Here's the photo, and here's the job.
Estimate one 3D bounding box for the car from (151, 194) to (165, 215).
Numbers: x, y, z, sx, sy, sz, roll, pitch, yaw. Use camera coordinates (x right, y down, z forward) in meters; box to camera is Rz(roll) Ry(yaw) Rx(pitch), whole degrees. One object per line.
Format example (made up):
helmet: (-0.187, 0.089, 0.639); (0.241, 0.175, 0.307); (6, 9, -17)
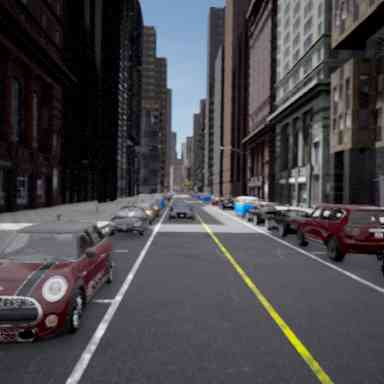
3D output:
car: (-3.707, 1.284, 28.925); (1.967, 1.590, 4.097); (1, 0, -2)

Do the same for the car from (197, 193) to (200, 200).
car: (2.891, 1.143, 74.353); (2.192, 1.841, 5.009); (1, 0, -2)

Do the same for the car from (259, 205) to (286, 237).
car: (5.286, 1.601, 18.038); (1.947, 1.339, 4.313); (1, 0, -2)

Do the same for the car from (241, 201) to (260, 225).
car: (5.046, 1.579, 23.669); (1.947, 1.339, 4.313); (1, 0, -2)

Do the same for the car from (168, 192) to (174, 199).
car: (-5.384, 1.014, 68.343); (2.192, 1.841, 5.009); (1, 0, -2)

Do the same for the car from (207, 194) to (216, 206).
car: (3.847, 1.450, 51.827); (1.887, 1.381, 4.507); (1, 0, -2)

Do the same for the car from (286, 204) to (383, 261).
car: (5.532, 1.372, 12.406); (2.192, 1.841, 5.009); (1, 0, -2)

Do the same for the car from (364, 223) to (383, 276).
car: (5.767, 1.623, 6.774); (1.887, 1.381, 4.507); (1, 0, -2)

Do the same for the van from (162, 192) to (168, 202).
van: (-4.184, 1.142, 40.188); (1.690, 1.788, 3.998); (1, 0, -2)

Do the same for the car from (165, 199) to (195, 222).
car: (-0.800, 1.469, 25.480); (1.994, 1.385, 4.181); (1, 0, -2)

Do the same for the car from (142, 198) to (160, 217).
car: (-3.461, 1.392, 23.124); (1.752, 1.417, 4.829); (1, 0, -2)

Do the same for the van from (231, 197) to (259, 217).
van: (4.811, 1.332, 29.300); (1.690, 1.788, 3.998); (1, 0, -2)

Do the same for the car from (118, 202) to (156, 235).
car: (-3.229, 1.438, 17.663); (2.008, 1.369, 4.403); (1, 0, -2)

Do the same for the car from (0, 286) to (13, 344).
car: (-2.509, 1.519, 0.770); (1.947, 1.339, 4.313); (1, 0, -2)

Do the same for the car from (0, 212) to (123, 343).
car: (-2.747, 1.372, 6.401); (1.967, 1.590, 4.097); (1, 0, -2)

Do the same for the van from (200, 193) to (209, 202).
van: (3.130, 1.187, 68.722); (1.690, 1.788, 3.998); (1, 0, -2)

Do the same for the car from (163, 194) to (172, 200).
car: (-5.869, 1.208, 79.606); (1.887, 1.381, 4.507); (1, 0, -2)

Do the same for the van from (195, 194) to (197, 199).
van: (2.410, 1.134, 85.615); (1.690, 1.788, 3.998); (1, 0, -2)

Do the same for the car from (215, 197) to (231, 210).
car: (4.326, 1.513, 40.564); (1.947, 1.339, 4.313); (1, 0, -2)
